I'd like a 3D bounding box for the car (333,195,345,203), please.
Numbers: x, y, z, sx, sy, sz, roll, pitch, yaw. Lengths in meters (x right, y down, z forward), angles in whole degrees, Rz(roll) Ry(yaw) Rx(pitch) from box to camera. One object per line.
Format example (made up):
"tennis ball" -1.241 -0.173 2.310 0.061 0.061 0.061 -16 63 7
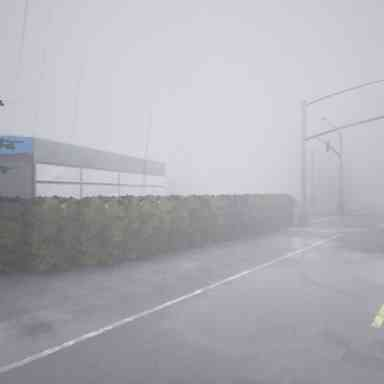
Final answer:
"car" 28.923 1.373 65.249 1.845 1.501 3.633 0 0 38

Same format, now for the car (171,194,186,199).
"car" -3.537 1.232 89.811 1.970 1.475 3.806 0 0 38

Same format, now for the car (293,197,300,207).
"car" 12.918 1.339 44.716 2.007 1.523 4.514 0 0 38

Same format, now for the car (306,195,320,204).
"car" 22.009 1.384 61.231 1.970 1.475 3.806 0 0 38

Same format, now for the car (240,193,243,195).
"car" 11.810 1.076 78.250 1.905 1.878 3.866 0 0 38

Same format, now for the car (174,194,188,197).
"car" -2.061 1.298 66.121 2.007 1.523 4.514 0 0 38

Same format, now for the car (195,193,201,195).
"car" 1.722 1.153 86.119 2.152 1.636 5.027 0 0 38
